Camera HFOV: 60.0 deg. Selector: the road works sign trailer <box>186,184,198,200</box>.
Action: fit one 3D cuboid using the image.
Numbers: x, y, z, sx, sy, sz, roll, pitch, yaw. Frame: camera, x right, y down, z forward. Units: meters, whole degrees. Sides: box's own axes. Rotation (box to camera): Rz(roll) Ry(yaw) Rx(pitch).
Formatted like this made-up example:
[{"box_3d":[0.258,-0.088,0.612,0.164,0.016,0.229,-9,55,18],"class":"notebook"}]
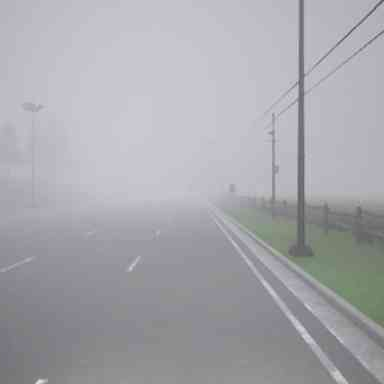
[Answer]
[{"box_3d":[0.007,-0.059,70.445,2.380,3.560,2.880,0,0,0],"class":"road works sign trailer"}]
